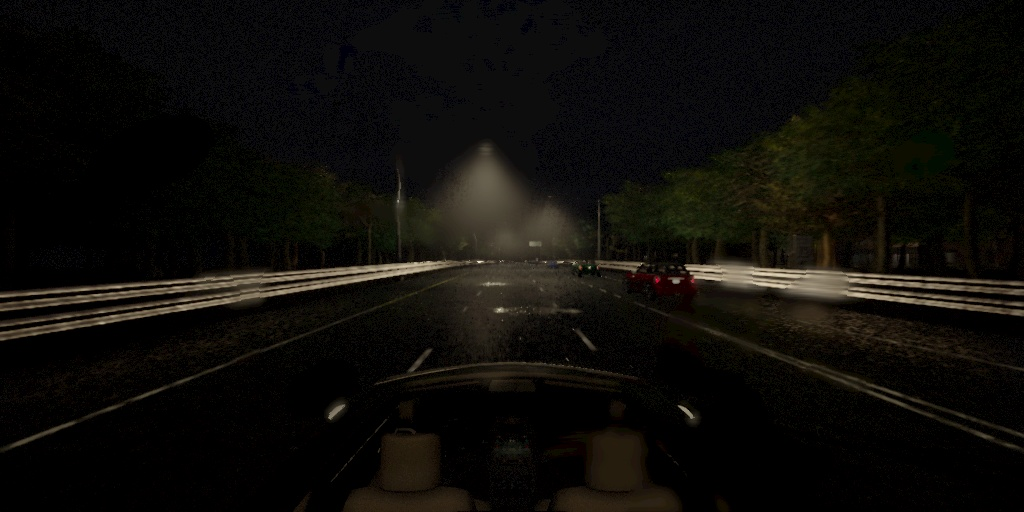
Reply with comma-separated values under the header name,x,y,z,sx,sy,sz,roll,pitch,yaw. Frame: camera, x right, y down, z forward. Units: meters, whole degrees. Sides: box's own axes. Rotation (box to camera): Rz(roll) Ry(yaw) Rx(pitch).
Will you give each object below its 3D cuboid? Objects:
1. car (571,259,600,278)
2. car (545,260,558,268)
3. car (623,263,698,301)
name,x,y,z,sx,sy,sz,roll,pitch,yaw
car,7.014,1.104,34.578,2.097,1.767,4.553,0,0,0
car,7.122,1.462,64.740,2.033,1.411,5.357,0,-1,0
car,7.013,1.100,17.450,2.097,1.767,4.553,0,0,0
